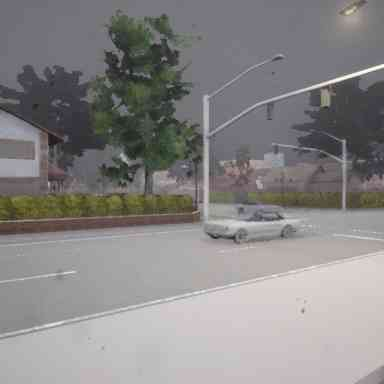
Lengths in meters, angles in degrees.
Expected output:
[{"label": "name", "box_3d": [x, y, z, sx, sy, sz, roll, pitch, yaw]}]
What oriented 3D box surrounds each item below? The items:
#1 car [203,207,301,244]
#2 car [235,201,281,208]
[{"label": "car", "box_3d": [2.863, 1.563, 15.637, 4.718, 1.301, 1.895, 0, 0, -33]}, {"label": "car", "box_3d": [6.444, 1.520, 32.609, 1.895, 1.301, 4.718, 0, 0, -34]}]
